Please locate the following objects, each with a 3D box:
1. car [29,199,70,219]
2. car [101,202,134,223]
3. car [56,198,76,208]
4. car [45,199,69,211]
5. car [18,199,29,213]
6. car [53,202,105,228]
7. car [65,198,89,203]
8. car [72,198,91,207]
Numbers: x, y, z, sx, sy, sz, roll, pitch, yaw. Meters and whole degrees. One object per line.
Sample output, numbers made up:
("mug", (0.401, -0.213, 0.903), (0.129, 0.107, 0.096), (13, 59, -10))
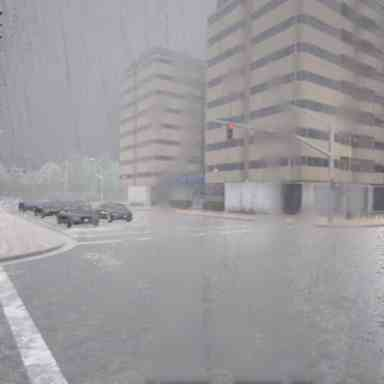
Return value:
("car", (-13.228, 1.625, 30.649), (2.033, 1.411, 5.357), (1, 0, -35))
("car", (-6.411, 1.622, 27.004), (1.837, 1.490, 4.892), (1, 0, -35))
("car", (-20.203, 1.725, 53.205), (1.994, 1.385, 4.181), (1, 0, -35))
("car", (-17.418, 1.682, 42.774), (1.994, 1.385, 4.181), (1, 0, -35))
("car", (-18.989, 1.556, 38.913), (1.882, 1.535, 5.008), (1, 0, -35))
("car", (-7.935, 1.641, 23.071), (1.994, 1.385, 4.181), (1, 0, -35))
("car", (-11.710, 1.609, 34.594), (2.128, 1.511, 4.902), (1, 0, -35))
("car", (-19.350, 1.727, 58.094), (1.812, 1.442, 4.674), (1, 0, -35))
